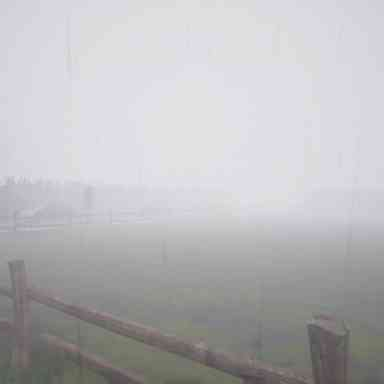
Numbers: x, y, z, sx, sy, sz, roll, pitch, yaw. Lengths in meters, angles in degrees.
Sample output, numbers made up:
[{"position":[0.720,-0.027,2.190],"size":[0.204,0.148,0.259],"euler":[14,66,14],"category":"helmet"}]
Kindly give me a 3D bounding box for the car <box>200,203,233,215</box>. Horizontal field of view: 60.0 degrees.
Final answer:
[{"position":[3.655,2.393,44.560],"size":[1.882,1.535,5.008],"euler":[-1,-2,36],"category":"car"}]

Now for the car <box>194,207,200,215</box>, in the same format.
[{"position":[2.265,2.339,47.617],"size":[2.097,1.767,4.553],"euler":[-1,-2,36],"category":"car"}]

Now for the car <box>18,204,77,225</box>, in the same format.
[{"position":[-12.056,1.777,27.897],"size":[2.097,1.767,4.553],"euler":[-1,-2,36],"category":"car"}]

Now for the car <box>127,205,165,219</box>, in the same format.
[{"position":[-5.125,2.188,37.459],"size":[2.128,1.511,4.902],"euler":[-1,-2,36],"category":"car"}]
